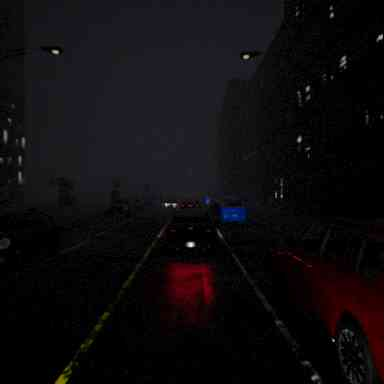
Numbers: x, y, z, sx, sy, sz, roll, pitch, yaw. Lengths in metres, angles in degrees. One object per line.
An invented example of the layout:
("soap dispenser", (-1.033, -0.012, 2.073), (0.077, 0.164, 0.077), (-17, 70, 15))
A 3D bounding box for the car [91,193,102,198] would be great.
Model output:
("car", (-25.723, 1.009, 87.280), (4.313, 1.339, 1.947), (0, 0, 0))

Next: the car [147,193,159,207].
("car", (-5.914, 1.196, 44.425), (1.887, 1.381, 4.507), (1, 0, 0))

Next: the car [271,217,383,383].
("car", (2.671, 1.277, 4.984), (2.192, 1.841, 5.009), (1, 0, 0))

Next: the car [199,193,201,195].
("car", (2.399, 1.168, 50.154), (1.947, 1.339, 4.313), (1, 0, 0))

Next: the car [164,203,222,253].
("car", (-0.035, 1.408, 13.110), (1.837, 1.490, 4.892), (0, 1, 0))

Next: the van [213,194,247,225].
("van", (2.570, 1.175, 21.922), (1.690, 1.788, 3.998), (1, 0, 0))

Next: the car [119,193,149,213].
("car", (-5.846, 1.185, 33.134), (1.967, 1.590, 4.097), (1, 0, 0))

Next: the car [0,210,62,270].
("car", (-5.748, 1.361, 10.551), (1.967, 1.590, 4.097), (1, 0, 0))

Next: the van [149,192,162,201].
("van", (-5.945, 0.944, 50.069), (1.690, 1.788, 3.998), (1, 0, 0))

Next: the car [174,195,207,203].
("car", (-0.124, 1.277, 28.087), (2.128, 1.511, 4.902), (0, 1, 0))

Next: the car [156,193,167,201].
("car", (-6.049, 0.999, 67.007), (1.887, 1.381, 4.507), (1, 0, 0))

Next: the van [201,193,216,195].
("van", (2.436, 0.992, 44.506), (1.690, 1.788, 3.998), (1, 0, 0))

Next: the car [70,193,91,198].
("car", (-26.849, 0.840, 78.650), (4.097, 1.590, 1.967), (0, 0, 0))

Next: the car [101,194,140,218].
("car", (-5.818, 1.230, 27.488), (1.967, 1.590, 4.097), (1, 0, 0))

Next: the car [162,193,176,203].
("car", (-3.401, 1.112, 54.507), (2.033, 1.411, 5.357), (0, 0, 0))

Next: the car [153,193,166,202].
("car", (-6.014, 0.944, 61.361), (1.967, 1.590, 4.097), (1, 0, 0))

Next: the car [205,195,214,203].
("car", (2.500, 1.289, 33.217), (1.887, 1.381, 4.507), (1, 0, 0))
